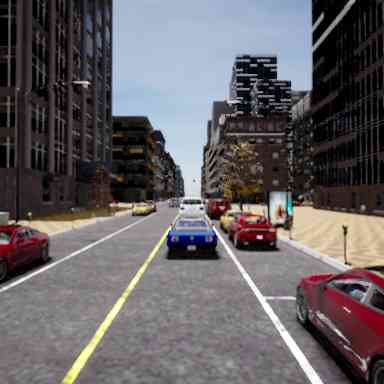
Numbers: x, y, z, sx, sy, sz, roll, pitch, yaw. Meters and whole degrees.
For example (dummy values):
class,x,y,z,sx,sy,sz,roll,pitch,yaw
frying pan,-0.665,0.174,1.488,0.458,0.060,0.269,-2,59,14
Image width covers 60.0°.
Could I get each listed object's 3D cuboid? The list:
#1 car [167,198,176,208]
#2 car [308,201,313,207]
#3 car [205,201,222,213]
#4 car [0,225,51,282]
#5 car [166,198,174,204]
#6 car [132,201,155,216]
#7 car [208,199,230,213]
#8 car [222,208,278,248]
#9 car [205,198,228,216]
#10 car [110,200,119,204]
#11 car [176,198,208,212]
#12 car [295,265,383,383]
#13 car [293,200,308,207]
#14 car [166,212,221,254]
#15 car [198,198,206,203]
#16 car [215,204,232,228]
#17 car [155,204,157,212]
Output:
class,x,y,z,sx,sy,sz,roll,pitch,yaw
car,-2.990,1.913,59.669,2.097,1.767,4.553,0,0,0
car,26.273,2.721,76.351,4.829,1.417,1.752,1,-2,0
car,2.706,1.953,43.283,1.887,1.381,4.507,1,-1,0
car,-5.681,1.676,9.930,1.802,1.307,4.206,1,-1,0
car,-5.665,2.346,86.640,1.752,1.417,4.829,1,-1,0
car,-5.675,1.880,37.557,1.752,1.417,4.829,1,-1,0
car,2.706,1.619,32.166,2.192,1.841,5.009,1,-1,0
car,2.701,1.691,15.487,1.887,1.381,4.507,1,-1,0
car,2.707,1.671,37.726,2.192,1.841,5.009,1,-1,0
car,-17.238,1.899,67.691,4.507,1.381,1.887,1,-2,0
car,0.007,1.491,29.018,2.150,2.045,5.566,0,0,0
car,2.698,1.624,4.368,1.802,1.307,4.206,1,-1,0
car,20.860,2.392,68.003,4.097,1.590,1.967,1,-2,0
car,0.004,1.734,14.114,1.895,1.301,4.718,0,0,0
car,2.716,2.420,92.317,1.887,1.381,4.507,1,-1,0
car,2.703,1.726,21.216,1.752,1.417,4.829,1,-1,0
car,-5.673,1.849,43.287,1.967,1.590,4.097,1,-1,0
